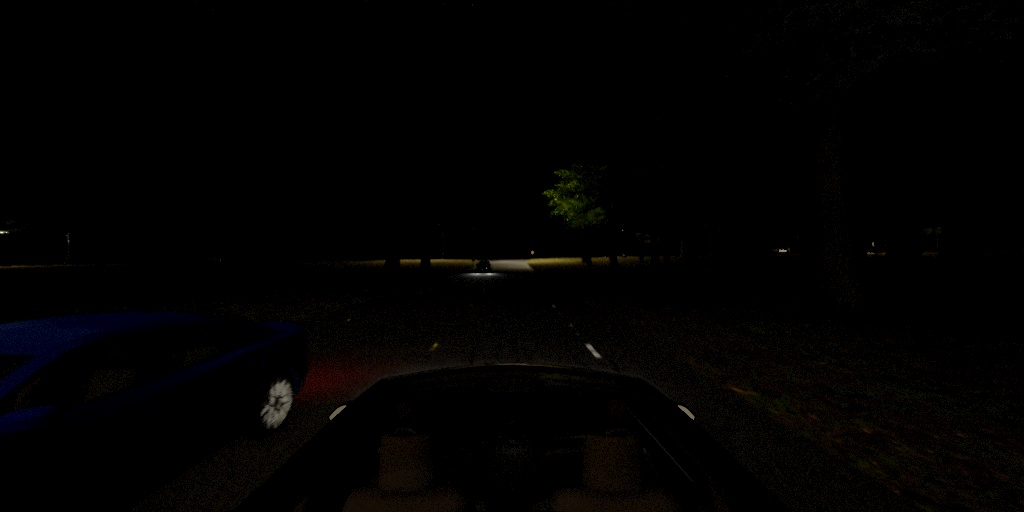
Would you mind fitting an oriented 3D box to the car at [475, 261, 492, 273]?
[{"bbox_3d":[-3.582,1.390,46.095,1.837,1.490,4.892,0,0,0],"label":"car"}]

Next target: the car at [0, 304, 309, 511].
[{"bbox_3d":[-3.598,1.233,2.642,1.882,1.535,5.008,0,-1,0],"label":"car"}]
